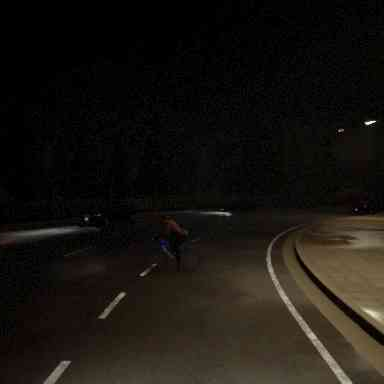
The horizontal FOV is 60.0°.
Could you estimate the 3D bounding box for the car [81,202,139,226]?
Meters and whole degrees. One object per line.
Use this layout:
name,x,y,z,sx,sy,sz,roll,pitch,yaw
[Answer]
car,-5.720,1.491,23.676,2.128,1.511,4.902,0,0,27

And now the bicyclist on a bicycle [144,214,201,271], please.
bicyclist on a bicycle,-0.586,1.451,9.415,1.656,1.620,0.582,-2,0,8

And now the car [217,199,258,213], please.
car,5.333,1.548,38.127,5.357,1.411,2.033,0,0,-41

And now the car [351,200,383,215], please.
car,18.266,1.525,33.950,4.674,1.442,1.812,0,0,-29
